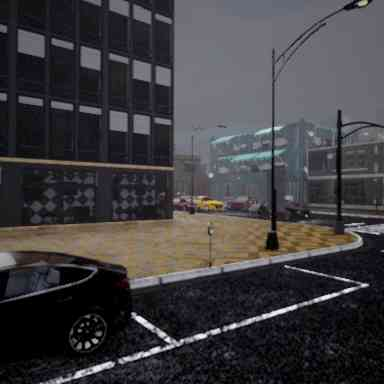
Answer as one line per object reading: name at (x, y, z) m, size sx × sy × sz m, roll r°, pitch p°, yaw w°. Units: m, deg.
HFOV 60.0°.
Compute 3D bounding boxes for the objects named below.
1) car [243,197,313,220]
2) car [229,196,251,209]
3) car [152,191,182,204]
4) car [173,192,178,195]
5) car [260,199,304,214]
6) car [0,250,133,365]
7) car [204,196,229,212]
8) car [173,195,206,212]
car at (7.030, 1.375, 27.097) m, size 2.033 × 1.411 × 5.357 m, roll 0°, pitch 0°, yaw -36°
car at (5.863, 1.185, 38.518) m, size 1.967 × 1.590 × 4.097 m, roll 1°, pitch 0°, yaw -36°
car at (-3.955, 0.848, 51.946) m, size 2.192 × 1.841 × 5.009 m, roll 1°, pitch 0°, yaw -36°
car at (-0.687, 1.155, 47.470) m, size 2.008 × 1.369 × 4.403 m, roll 1°, pitch 0°, yaw -36°
car at (9.136, 1.396, 34.040) m, size 1.802 × 1.307 × 4.206 m, roll 1°, pitch 0°, yaw -36°
car at (-2.913, 1.566, 4.477) m, size 4.313 × 1.339 × 1.947 m, roll 0°, pitch 0°, yaw -35°
car at (1.259, 1.184, 35.003) m, size 1.882 × 1.535 × 5.008 m, roll 0°, pitch 0°, yaw -36°
car at (-0.903, 1.268, 33.570) m, size 1.802 × 1.307 × 4.206 m, roll 1°, pitch 0°, yaw -36°
